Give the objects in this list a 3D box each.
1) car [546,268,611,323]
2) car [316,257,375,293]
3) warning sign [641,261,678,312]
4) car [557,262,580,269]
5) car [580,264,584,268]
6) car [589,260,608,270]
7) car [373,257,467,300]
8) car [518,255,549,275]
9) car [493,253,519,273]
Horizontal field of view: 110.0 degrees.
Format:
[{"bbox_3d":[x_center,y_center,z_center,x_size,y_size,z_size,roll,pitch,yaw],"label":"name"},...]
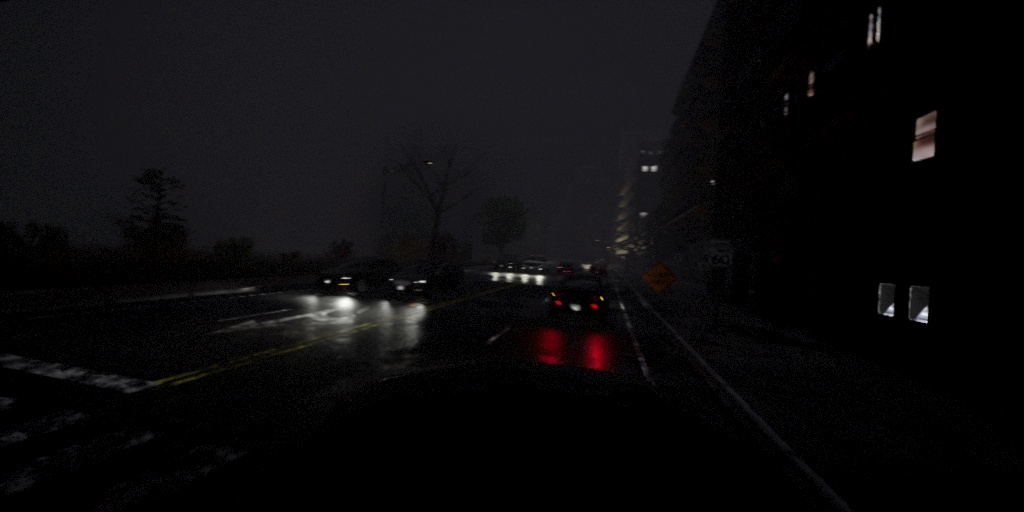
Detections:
[{"bbox_3d":[2.466,1.347,12.712,1.812,1.442,4.674,3,0,15],"label":"car"},{"bbox_3d":[-6.747,0.795,16.639,1.837,1.490,4.892,3,0,15],"label":"car"},{"bbox_3d":[5.529,1.101,13.613,1.300,1.860,1.060,0,0,15],"label":"warning sign"},{"bbox_3d":[6.008,1.371,39.063,1.837,1.490,4.892,3,1,15],"label":"car"},{"bbox_3d":[9.087,1.530,50.895,1.994,1.385,4.181,3,0,15],"label":"car"},{"bbox_3d":[9.473,1.531,39.456,1.882,1.535,5.008,3,1,15],"label":"car"},{"bbox_3d":[-3.586,0.961,15.899,2.128,1.511,4.902,3,0,15],"label":"car"},{"bbox_3d":[2.749,0.903,39.747,2.150,2.045,5.566,3,0,15],"label":"car"},{"bbox_3d":[-0.374,0.726,40.626,2.150,2.045,5.566,3,0,15],"label":"car"}]
